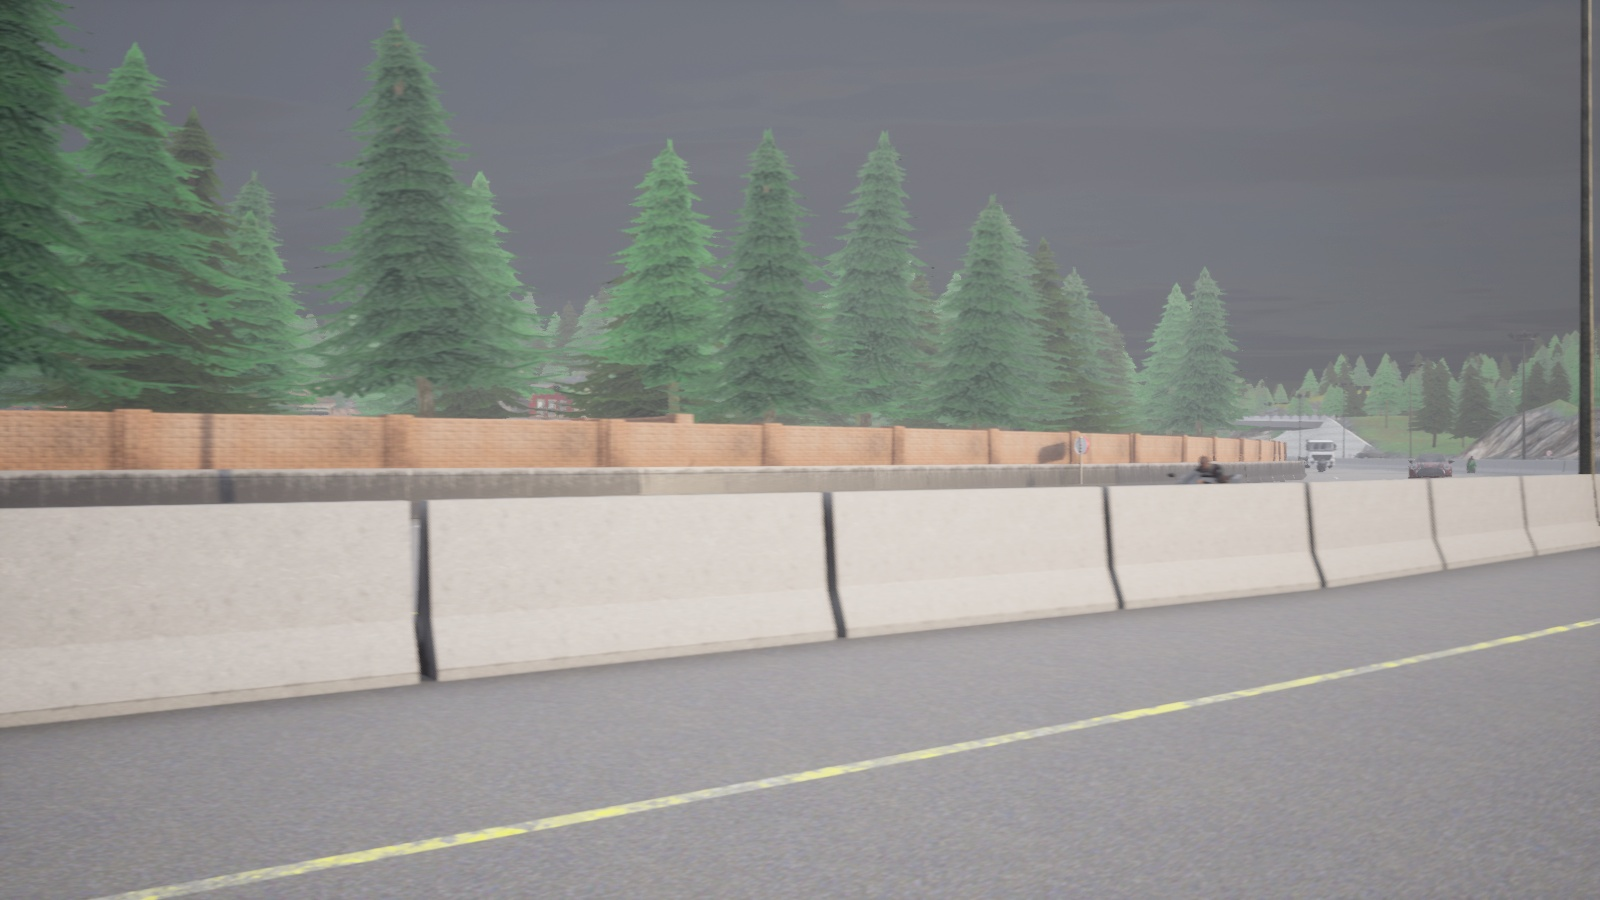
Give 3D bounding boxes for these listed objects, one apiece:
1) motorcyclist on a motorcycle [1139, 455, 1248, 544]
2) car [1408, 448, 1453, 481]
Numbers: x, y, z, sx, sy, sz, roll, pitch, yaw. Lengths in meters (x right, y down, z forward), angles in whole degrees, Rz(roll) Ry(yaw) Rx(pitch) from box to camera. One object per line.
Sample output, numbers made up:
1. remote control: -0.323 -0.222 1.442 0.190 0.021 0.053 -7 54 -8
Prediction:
1. motorcyclist on a motorcycle: 7.135 0.856 22.719 2.191 1.530 0.866 0 -1 -42
2. car: 34.560 0.788 68.790 2.097 1.767 4.553 0 0 28
